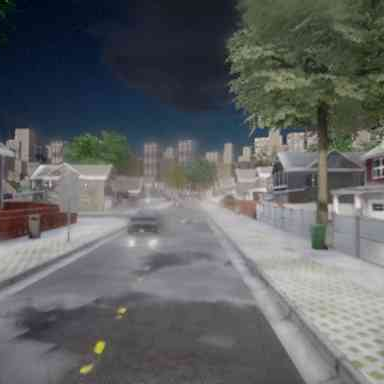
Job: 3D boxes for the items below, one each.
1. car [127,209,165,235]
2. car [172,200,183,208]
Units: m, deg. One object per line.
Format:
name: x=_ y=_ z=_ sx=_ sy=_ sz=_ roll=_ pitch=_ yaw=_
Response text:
car: x=-2.778 y=1.822 z=21.190 sx=2.033 sy=1.411 sz=5.357 roll=0 pitch=-1 yaw=1
car: x=-2.759 y=2.276 z=64.256 sx=2.128 sy=1.511 sz=4.902 roll=0 pitch=0 yaw=0
